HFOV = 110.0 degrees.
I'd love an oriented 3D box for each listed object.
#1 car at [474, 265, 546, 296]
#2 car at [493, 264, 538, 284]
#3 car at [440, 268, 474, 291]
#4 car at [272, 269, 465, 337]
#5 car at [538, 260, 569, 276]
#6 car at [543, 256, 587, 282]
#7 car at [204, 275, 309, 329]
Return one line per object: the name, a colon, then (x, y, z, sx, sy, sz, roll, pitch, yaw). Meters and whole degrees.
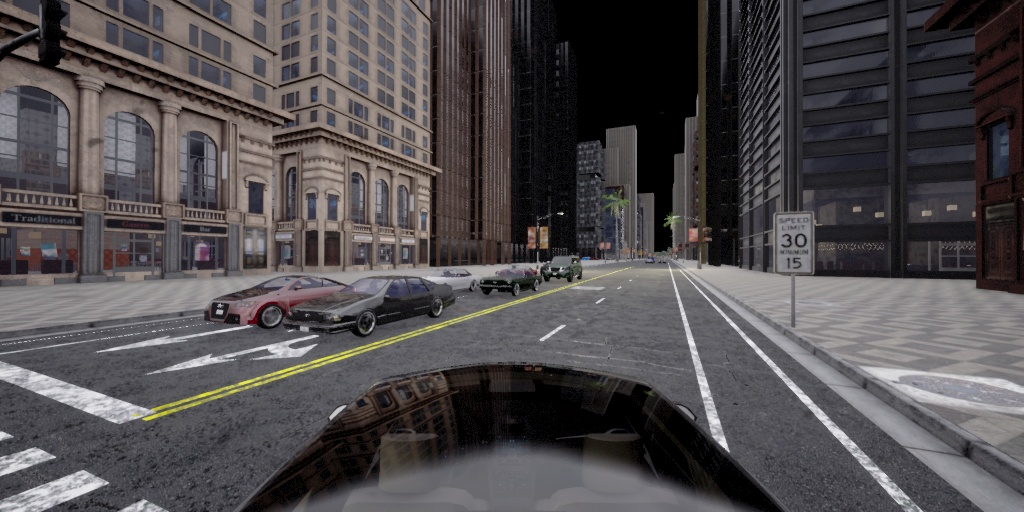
car: (0.045, 1.358, 19.546, 1.895, 1.301, 4.718, 0, 0, 24)
car: (0.406, 1.365, 28.587, 1.895, 1.301, 4.718, 0, 0, 24)
car: (-3.541, 1.357, 19.441, 1.895, 1.301, 4.718, 0, 0, 23)
car: (-3.753, 1.299, 10.742, 2.033, 1.411, 5.357, 0, 0, 23)
car: (4.484, 1.252, 37.943, 1.882, 1.535, 5.008, 0, 0, 24)
car: (4.286, 0.987, 29.366, 2.150, 2.045, 5.566, 0, 0, 23)
car: (-7.007, 1.316, 11.394, 1.994, 1.385, 4.181, 0, 0, 24)
